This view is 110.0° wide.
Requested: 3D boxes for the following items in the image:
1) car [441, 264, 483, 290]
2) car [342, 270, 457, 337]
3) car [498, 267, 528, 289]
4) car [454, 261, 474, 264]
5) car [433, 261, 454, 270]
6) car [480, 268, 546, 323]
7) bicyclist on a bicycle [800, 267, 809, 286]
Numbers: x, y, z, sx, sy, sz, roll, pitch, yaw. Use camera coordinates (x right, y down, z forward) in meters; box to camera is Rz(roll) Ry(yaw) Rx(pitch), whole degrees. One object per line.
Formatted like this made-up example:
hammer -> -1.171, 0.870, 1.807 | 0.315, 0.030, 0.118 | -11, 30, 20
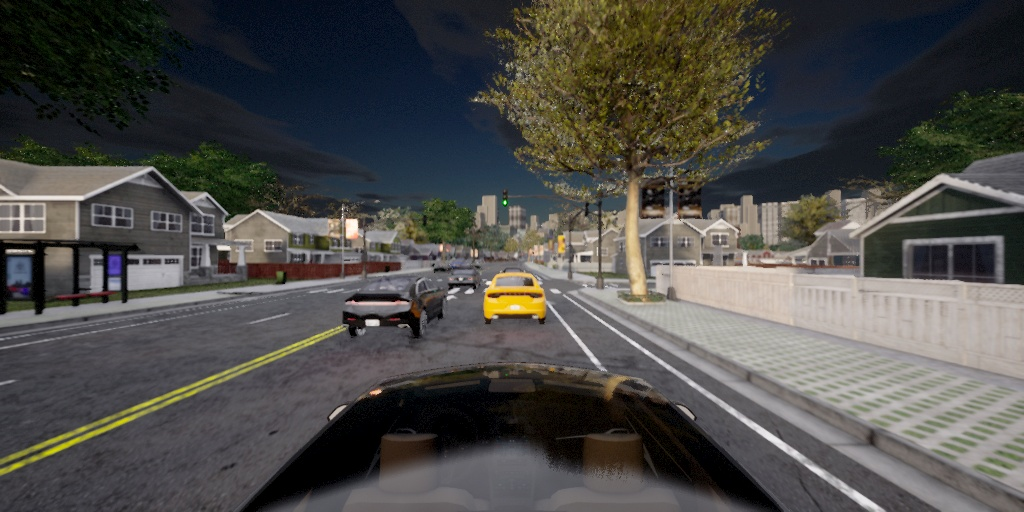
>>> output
car -> -3.179, 1.509, 24.811 | 2.033, 1.411, 5.357 | 0, 0, 0
car -> -3.164, 1.324, 10.553 | 2.128, 1.511, 4.902 | 0, 0, 0
car -> 0.072, 1.537, 26.033 | 1.994, 1.385, 4.181 | 0, 0, 0
car -> -6.629, 1.747, 51.288 | 1.994, 1.385, 4.181 | 0, 0, 0
car -> -9.880, 1.781, 50.925 | 1.895, 1.301, 4.718 | 0, 0, 0
car -> 0.086, 1.330, 12.685 | 1.882, 1.535, 5.008 | 0, 0, 0
bicyclist on a bicycle -> 19.621, 1.583, 24.182 | 0.582, 1.620, 1.656 | 1, 0, -1
